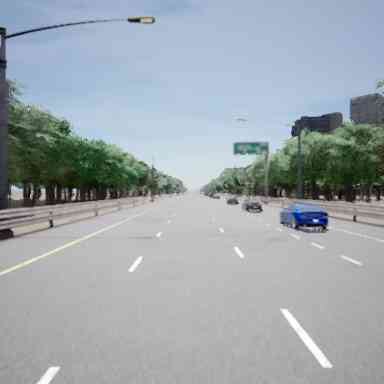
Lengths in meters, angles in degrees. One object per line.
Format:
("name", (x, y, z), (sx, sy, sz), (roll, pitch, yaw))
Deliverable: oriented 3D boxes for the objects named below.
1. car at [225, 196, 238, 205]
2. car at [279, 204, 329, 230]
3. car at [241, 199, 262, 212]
("car", (7.157, 1.498, 59.765), (1.812, 1.442, 4.674), (0, 0, 0))
("car", (7.015, 1.498, 21.321), (1.882, 1.535, 5.008), (0, 0, 0))
("car", (7.065, 1.528, 39.364), (1.812, 1.442, 4.674), (0, 0, 0))
